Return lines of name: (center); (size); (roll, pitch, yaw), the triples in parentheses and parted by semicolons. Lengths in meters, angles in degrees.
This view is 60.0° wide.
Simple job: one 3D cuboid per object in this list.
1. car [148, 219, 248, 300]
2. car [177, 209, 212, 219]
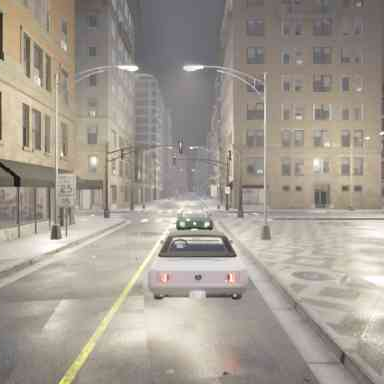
car: (0.115, 1.600, 8.354); (1.895, 1.301, 4.718); (0, 0, 0)
car: (0.133, 1.599, 18.589); (1.895, 1.301, 4.718); (0, 0, 0)
